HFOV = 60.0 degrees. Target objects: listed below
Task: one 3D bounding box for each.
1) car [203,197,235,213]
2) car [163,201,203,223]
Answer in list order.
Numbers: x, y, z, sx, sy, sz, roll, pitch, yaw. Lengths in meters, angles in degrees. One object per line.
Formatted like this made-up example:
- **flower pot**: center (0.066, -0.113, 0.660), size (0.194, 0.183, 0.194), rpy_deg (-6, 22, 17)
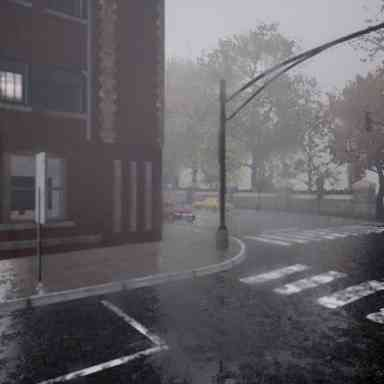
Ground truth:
- **car**: center (1.953, 1.117, 31.337), size (1.752, 1.417, 4.829), rpy_deg (1, 0, -36)
- **car**: center (-1.470, 1.250, 21.797), size (1.802, 1.307, 4.206), rpy_deg (2, 0, -36)
